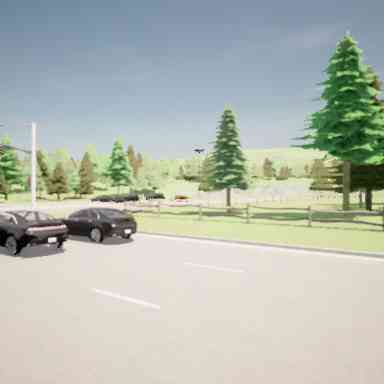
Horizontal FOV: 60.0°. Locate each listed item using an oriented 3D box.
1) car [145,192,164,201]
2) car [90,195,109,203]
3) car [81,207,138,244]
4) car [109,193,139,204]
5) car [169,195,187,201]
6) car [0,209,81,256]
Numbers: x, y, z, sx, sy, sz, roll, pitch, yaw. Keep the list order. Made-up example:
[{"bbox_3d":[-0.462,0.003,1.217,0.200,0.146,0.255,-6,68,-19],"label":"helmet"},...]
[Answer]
[{"bbox_3d":[-9.066,1.129,81.320,2.150,2.045,5.566,0,0,36],"label":"car"},{"bbox_3d":[-18.497,1.458,67.849,1.837,1.490,4.892,0,0,35],"label":"car"},{"bbox_3d":[-4.757,1.493,15.934,4.892,1.490,1.837,-1,0,36],"label":"car"},{"bbox_3d":[-12.665,1.184,64.018,2.150,2.045,5.566,0,0,35],"label":"car"},{"bbox_3d":[-3.207,1.365,77.478,1.882,1.535,5.008,0,0,36],"label":"car"},{"bbox_3d":[-6.898,1.481,13.162,4.902,1.511,2.128,0,0,36],"label":"car"}]
